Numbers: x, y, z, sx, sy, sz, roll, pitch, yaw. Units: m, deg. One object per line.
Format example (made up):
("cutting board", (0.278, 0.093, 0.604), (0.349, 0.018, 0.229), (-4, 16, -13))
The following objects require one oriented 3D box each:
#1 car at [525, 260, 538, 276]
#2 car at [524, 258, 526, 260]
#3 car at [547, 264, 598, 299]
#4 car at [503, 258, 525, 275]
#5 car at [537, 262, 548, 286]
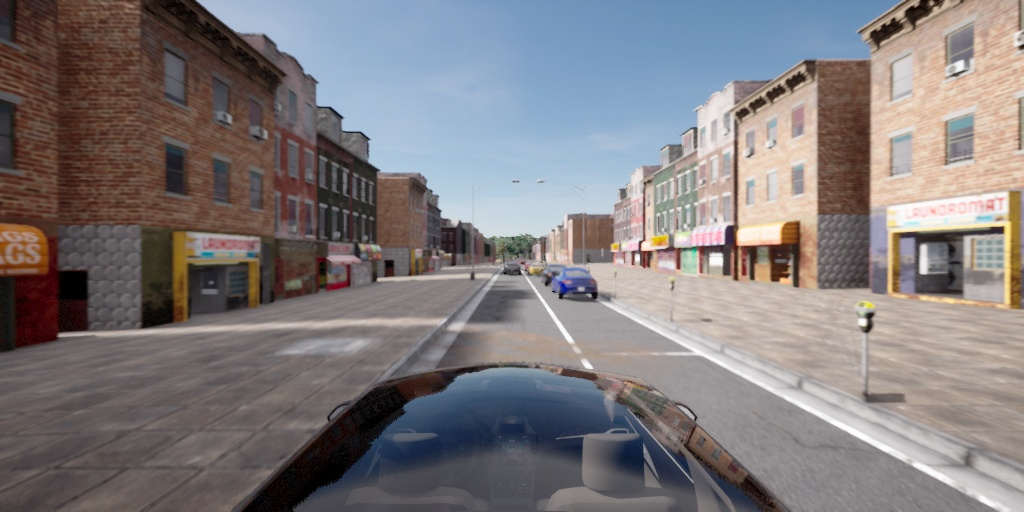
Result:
("car", (2.647, 1.310, 37.483), (1.751, 1.417, 4.829), (0, 0, 0))
("car", (2.649, 1.254, 48.247), (1.967, 1.591, 4.097), (0, 0, 0))
("car", (3.028, 1.279, 17.950), (1.812, 1.442, 4.674), (0, 0, 0))
("car", (0.059, 1.282, 39.672), (2.128, 1.511, 4.902), (0, 0, 1))
("car", (3.030, 1.287, 24.951), (1.812, 1.442, 4.674), (0, 0, 0))
